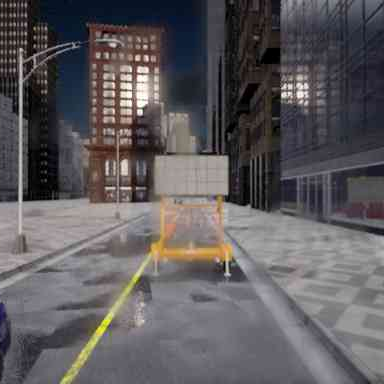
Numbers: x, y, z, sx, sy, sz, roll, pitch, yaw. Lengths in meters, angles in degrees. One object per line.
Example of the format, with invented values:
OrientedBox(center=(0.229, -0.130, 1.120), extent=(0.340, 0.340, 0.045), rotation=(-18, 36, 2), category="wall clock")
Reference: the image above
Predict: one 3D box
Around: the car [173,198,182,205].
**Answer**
OrientedBox(center=(-3.099, 2.127, 73.931), extent=(2.128, 1.511, 4.902), rotation=(0, -1, 0), category="car")

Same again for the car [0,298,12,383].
OrientedBox(center=(-3.002, 1.541, 2.118), extent=(1.812, 1.442, 4.674), rotation=(0, 0, 0), category="car")

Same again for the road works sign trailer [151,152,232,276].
OrientedBox(center=(-0.013, 0.537, 10.632), extent=(2.380, 3.560, 2.880), rotation=(0, 0, 0), category="road works sign trailer")
